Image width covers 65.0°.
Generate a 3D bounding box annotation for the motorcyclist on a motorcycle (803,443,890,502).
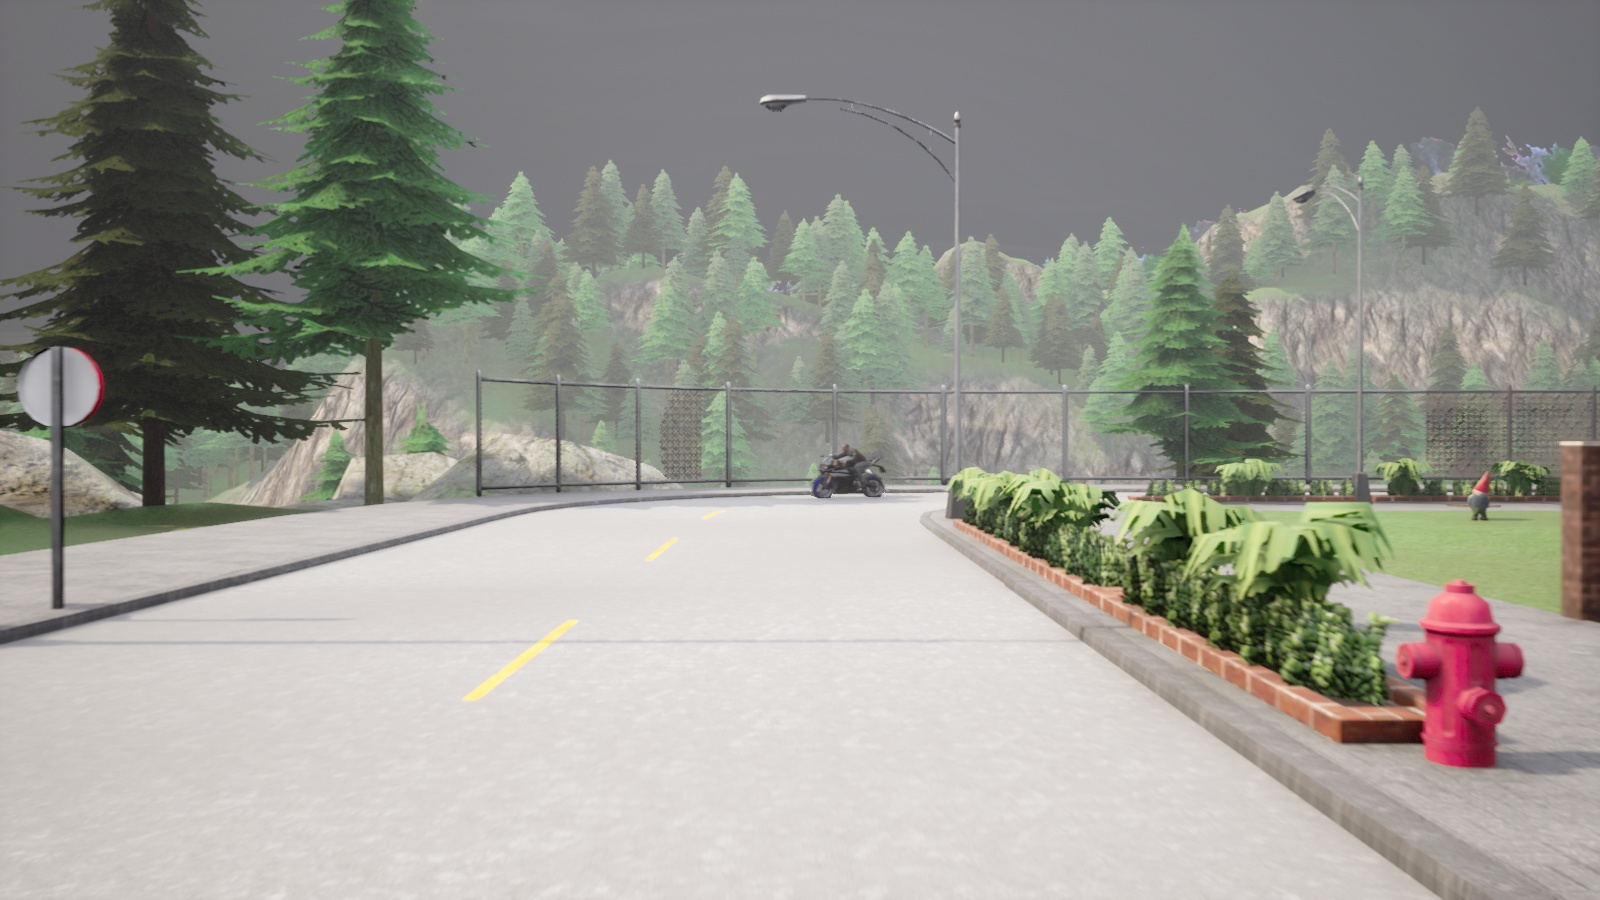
[{"bbox_3d":[1.259,0.595,33.720,2.191,1.530,0.866,0,1,-28],"label":"motorcyclist on a motorcycle"}]
